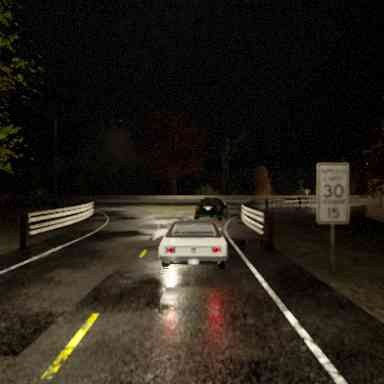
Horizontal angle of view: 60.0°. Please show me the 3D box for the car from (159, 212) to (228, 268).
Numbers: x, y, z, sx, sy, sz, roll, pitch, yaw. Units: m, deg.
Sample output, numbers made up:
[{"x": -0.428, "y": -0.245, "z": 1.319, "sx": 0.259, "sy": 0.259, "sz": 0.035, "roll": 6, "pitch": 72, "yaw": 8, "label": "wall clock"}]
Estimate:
[{"x": 0.064, "y": 1.564, "z": 11.074, "sx": 1.895, "sy": 1.301, "sz": 4.718, "roll": 0, "pitch": 0, "yaw": 1, "label": "car"}]

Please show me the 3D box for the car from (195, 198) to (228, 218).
[{"x": 1.676, "y": 1.263, "z": 26.771, "sx": 2.097, "sy": 1.767, "sz": 4.553, "roll": 0, "pitch": 0, "yaw": 13, "label": "car"}]
